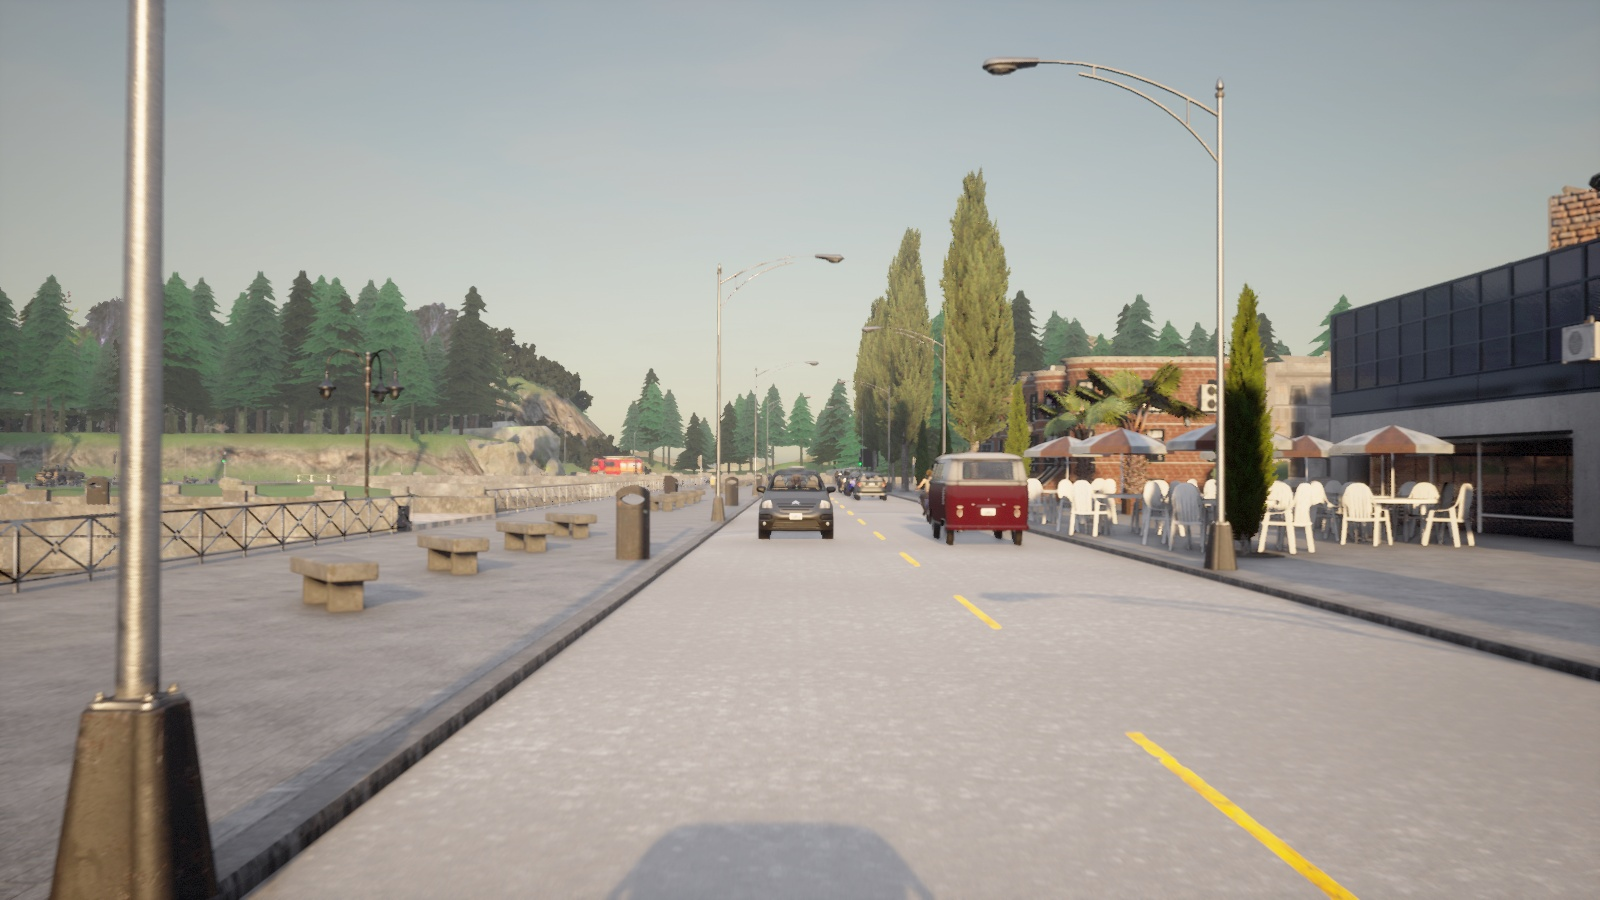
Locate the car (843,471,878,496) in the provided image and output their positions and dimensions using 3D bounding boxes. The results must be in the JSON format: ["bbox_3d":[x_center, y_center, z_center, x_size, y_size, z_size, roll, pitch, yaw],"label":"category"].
[{"bbox_3d":[3.791,2.070,79.493,2.007,1.525,4.514,0,-1,0],"label":"car"}]

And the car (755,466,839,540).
[{"bbox_3d":[-0.078,1.208,29.716,1.851,1.617,3.988,0,-1,0],"label":"car"}]

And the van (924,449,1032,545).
[{"bbox_3d":[3.924,1.023,28.326,1.775,1.987,4.442,0,-1,0],"label":"van"}]

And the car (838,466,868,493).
[{"bbox_3d":[3.763,2.121,90.394,1.932,1.855,4.605,0,-1,0],"label":"car"}]

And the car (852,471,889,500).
[{"bbox_3d":[3.820,1.922,68.722,1.789,1.549,3.705,0,-1,0],"label":"car"}]
